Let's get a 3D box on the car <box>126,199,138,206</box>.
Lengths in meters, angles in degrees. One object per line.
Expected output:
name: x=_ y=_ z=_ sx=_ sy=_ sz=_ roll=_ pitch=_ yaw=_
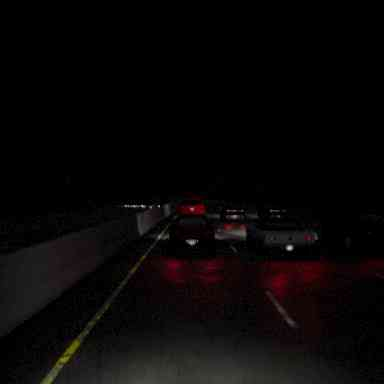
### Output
car: x=-12.955 y=2.148 z=72.091 sx=1.882 sy=1.535 sz=5.008 roll=0 pitch=-1 yaw=2

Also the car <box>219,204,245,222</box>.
car: x=3.509 y=1.766 z=29.320 sx=2.128 sy=1.511 sz=4.902 roll=0 pitch=0 yaw=0

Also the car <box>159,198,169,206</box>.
car: x=-5.958 y=2.168 z=71.888 sx=1.837 sy=1.490 sz=4.892 roll=0 pitch=-1 yaw=2

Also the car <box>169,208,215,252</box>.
car: x=0.007 y=1.661 z=14.411 sx=1.812 sy=1.442 sz=4.674 roll=0 pitch=0 yaw=0

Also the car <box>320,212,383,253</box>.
car: x=7.006 y=1.642 z=14.330 sx=1.837 sy=1.490 sz=4.892 roll=0 pitch=0 yaw=0

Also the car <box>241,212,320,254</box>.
car: x=3.503 y=1.733 z=14.139 sx=1.895 sy=1.301 sz=4.718 roll=0 pitch=0 yaw=0

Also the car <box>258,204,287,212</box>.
car: x=7.010 y=1.766 z=29.319 sx=2.128 sy=1.511 sz=4.902 roll=0 pitch=0 yaw=0

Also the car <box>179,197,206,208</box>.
car: x=0.004 y=1.488 z=29.053 sx=2.150 sy=2.045 sz=5.566 roll=0 pitch=0 yaw=0

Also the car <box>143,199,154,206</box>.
car: x=-9.457 y=2.147 z=71.989 sx=1.882 sy=1.535 sz=5.008 roll=0 pitch=-1 yaw=2
